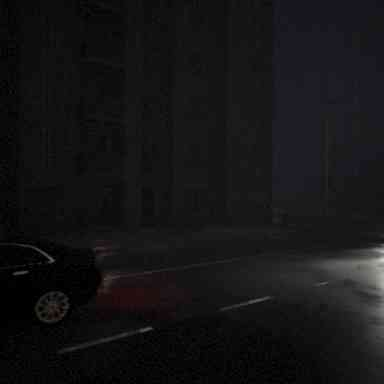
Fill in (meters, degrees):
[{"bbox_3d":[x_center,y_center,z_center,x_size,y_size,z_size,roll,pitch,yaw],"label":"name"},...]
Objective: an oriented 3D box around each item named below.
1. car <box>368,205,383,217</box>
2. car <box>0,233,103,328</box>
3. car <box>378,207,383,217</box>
[{"bbox_3d":[19.610,1.759,32.313,2.128,1.511,4.902,1,0,-26],"label":"car"},{"bbox_3d":[-3.970,1.503,5.449,4.892,1.490,1.837,0,0,-35],"label":"car"},{"bbox_3d":[11.361,1.636,16.450,4.902,1.511,2.128,1,0,-43],"label":"car"}]
